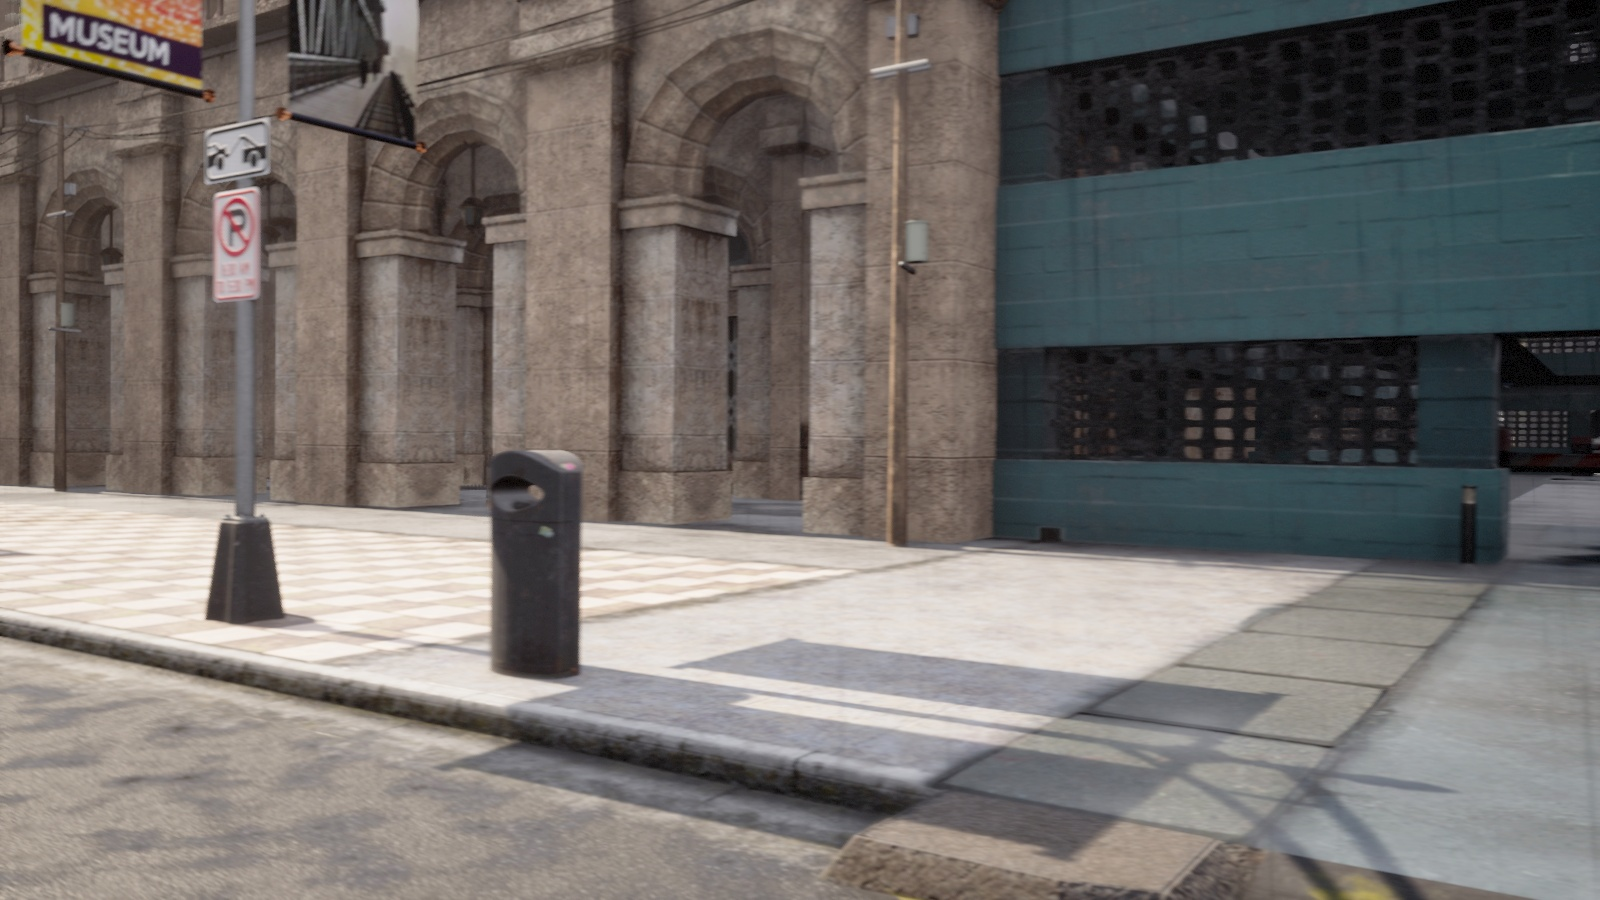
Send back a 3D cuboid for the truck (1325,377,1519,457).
[{"bbox_3d":[31.358,-1.584,63.453,8.468,3.827,2.891,0,1,33],"label":"truck"}]
